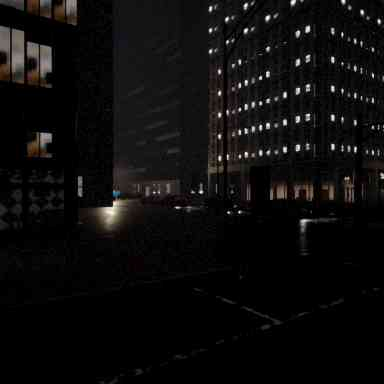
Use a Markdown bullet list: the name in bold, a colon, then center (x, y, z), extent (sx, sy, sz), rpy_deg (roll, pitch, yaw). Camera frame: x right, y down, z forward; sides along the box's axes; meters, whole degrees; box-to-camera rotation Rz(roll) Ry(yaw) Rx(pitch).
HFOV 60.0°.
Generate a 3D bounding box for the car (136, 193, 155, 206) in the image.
- **car**: center (-5.425, 1.094, 45.011), extent (1.752, 1.417, 4.829), rpy_deg (1, 0, -33)

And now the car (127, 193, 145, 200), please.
- **car**: center (-11.498, 0.864, 67.799), extent (1.947, 1.339, 4.313), rpy_deg (1, 0, -36)

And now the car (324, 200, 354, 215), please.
- **car**: center (13.037, 1.377, 31.249), extent (1.802, 1.307, 4.206), rpy_deg (1, 0, -32)

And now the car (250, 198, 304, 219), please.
- **car**: center (6.417, 1.399, 26.558), extent (1.802, 1.307, 4.206), rpy_deg (1, 0, -32)

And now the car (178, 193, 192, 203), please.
- **car**: center (-2.444, 1.058, 45.176), extent (1.882, 1.535, 5.008), rpy_deg (0, 1, -34)

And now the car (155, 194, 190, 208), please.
- **car**: center (-2.477, 1.211, 40.515), extent (1.802, 1.307, 4.206), rpy_deg (1, 0, -33)

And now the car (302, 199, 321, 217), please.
- **car**: center (8.182, 1.309, 28.499), extent (1.837, 1.490, 4.892), rpy_deg (0, 1, -32)

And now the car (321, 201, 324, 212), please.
- **car**: center (9.832, 1.343, 31.475), extent (1.994, 1.385, 4.181), rpy_deg (0, 1, -32)

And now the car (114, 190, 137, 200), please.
- **car**: center (-13.275, 0.786, 65.980), extent (1.882, 1.535, 5.008), rpy_deg (0, 1, -36)

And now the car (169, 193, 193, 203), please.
- **car**: center (-1.855, 0.926, 54.351), extent (1.967, 1.590, 4.097), rpy_deg (1, 0, -35)

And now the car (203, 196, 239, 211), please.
- **car**: center (3.164, 1.189, 36.463), extent (2.128, 1.511, 4.902), rpy_deg (0, 1, -32)

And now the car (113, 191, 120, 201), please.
- **car**: center (-14.969, 0.919, 58.893), extent (1.887, 1.381, 4.507), rpy_deg (1, 0, -35)
